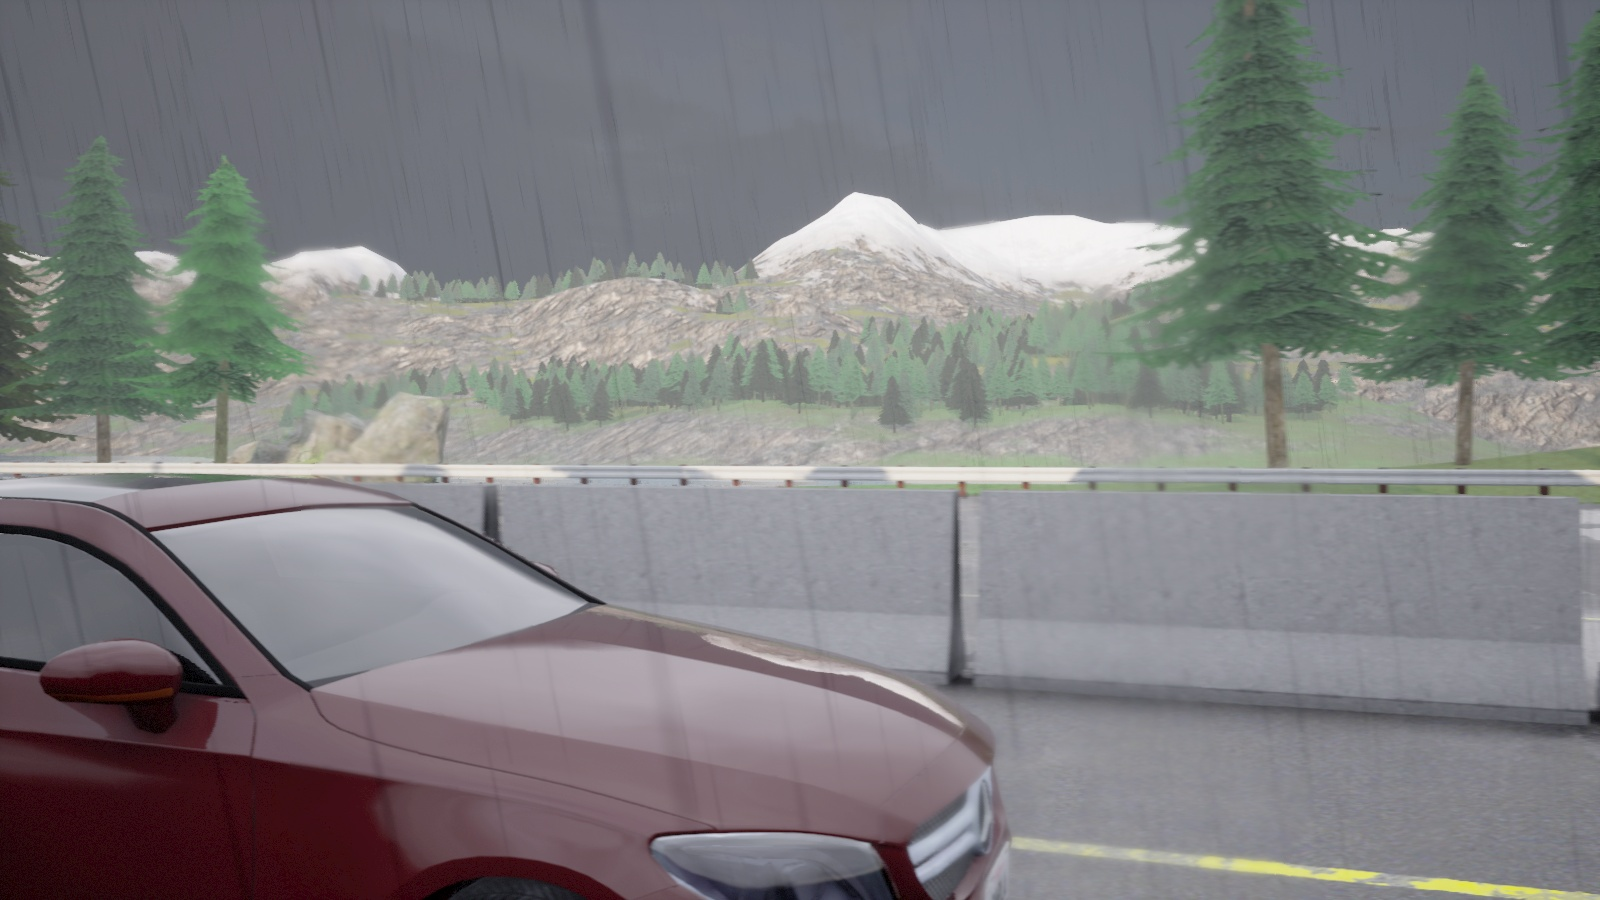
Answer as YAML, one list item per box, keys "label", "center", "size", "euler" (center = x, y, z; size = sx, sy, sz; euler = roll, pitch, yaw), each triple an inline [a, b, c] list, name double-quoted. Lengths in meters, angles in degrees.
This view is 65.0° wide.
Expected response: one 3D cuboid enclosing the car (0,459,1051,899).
- label: "car"
  center: [-1.731, 0.789, 3.776]
  size: [4.674, 1.442, 1.812]
  euler: [0, 1, 19]
